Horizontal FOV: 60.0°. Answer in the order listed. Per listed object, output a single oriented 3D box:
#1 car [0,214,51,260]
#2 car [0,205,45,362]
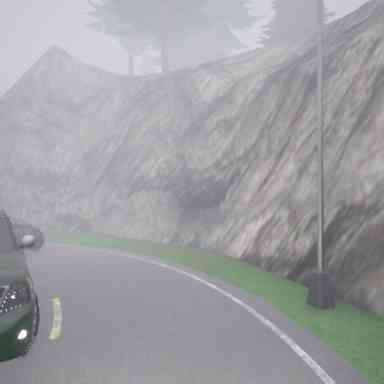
[{"bbox_3d":[-7.906,1.622,13.070,4.181,1.385,1.994,0,0,22],"label":"car"},{"bbox_3d":[-4.097,1.247,5.693,2.150,2.045,5.566,2,-1,-31],"label":"car"}]
